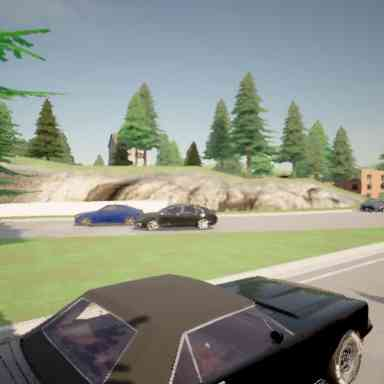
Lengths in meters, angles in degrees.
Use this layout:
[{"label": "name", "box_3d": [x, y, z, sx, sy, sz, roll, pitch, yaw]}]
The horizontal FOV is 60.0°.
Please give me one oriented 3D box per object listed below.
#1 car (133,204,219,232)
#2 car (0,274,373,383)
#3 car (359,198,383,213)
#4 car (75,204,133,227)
[{"label": "car", "box_3d": [-0.868, 1.486, 19.750, 4.892, 1.490, 1.837, 0, 0, -9]}, {"label": "car", "box_3d": [0.030, 1.597, 3.475, 4.718, 1.301, 1.895, -1, 0, -40]}, {"label": "car", "box_3d": [19.158, 1.267, 32.947, 5.357, 1.411, 2.033, -1, 0, -24]}, {"label": "car", "box_3d": [-5.509, 1.554, 22.595, 4.674, 1.442, 1.812, -1, 0, -8]}]
